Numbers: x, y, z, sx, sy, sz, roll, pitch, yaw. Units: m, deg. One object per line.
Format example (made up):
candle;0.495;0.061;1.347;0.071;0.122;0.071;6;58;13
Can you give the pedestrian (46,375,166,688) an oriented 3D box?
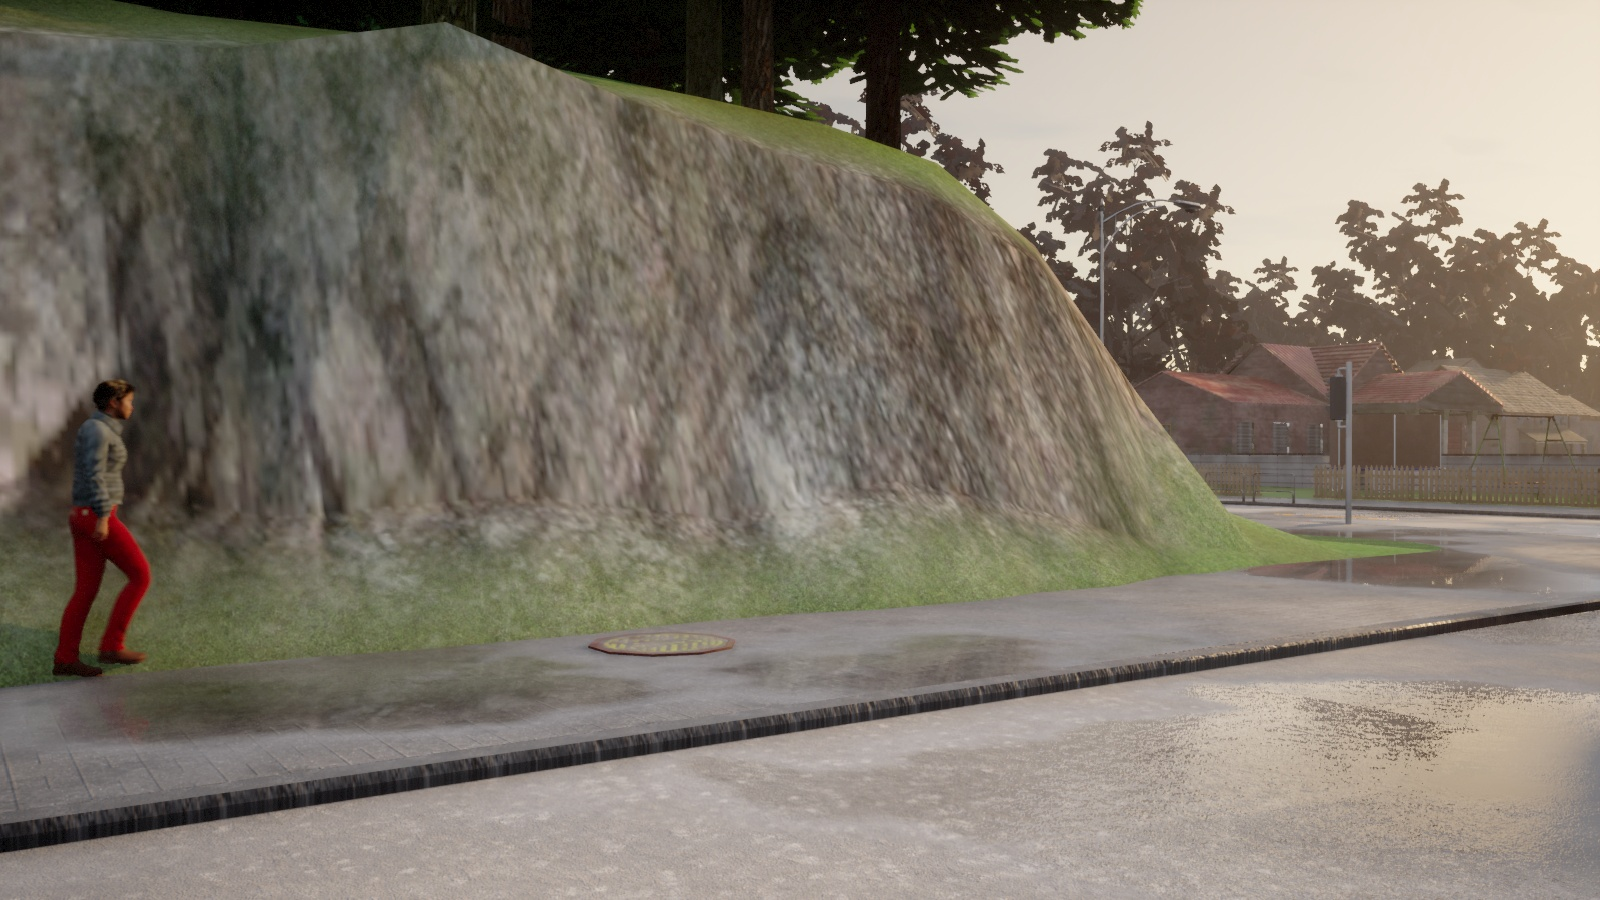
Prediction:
pedestrian;-4.265;0.483;7.723;0.614;1.847;0.353;0;0;-34
